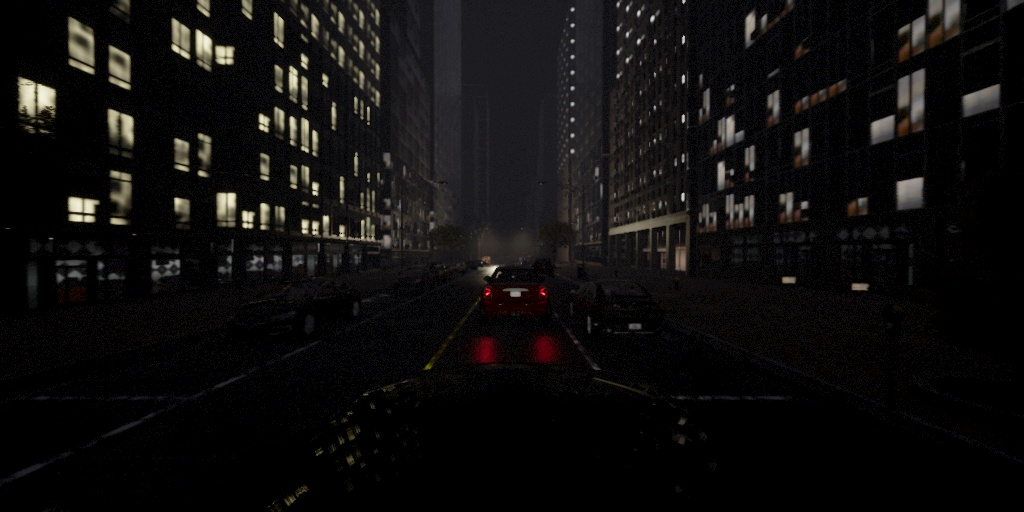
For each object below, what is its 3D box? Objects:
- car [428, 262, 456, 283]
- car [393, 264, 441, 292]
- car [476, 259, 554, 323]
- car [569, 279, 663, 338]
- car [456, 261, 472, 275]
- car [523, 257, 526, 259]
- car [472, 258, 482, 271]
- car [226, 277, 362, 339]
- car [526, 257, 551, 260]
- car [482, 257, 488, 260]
[{"bbox_3d":[-5.700,1.182,27.036,1.967,1.591,4.097,0,0,0],"label":"car"},{"bbox_3d":[-5.698,1.326,21.353,1.802,1.307,4.207,0,0,0],"label":"car"},{"bbox_3d":[0.099,1.099,12.300,2.097,1.767,4.553,0,0,0],"label":"car"},{"bbox_3d":[2.687,1.298,9.988,2.007,1.370,4.403,0,0,0],"label":"car"},{"bbox_3d":[-5.703,1.264,38.234,1.751,1.417,4.829,0,0,0],"label":"car"},{"bbox_3d":[2.677,1.054,38.407,2.192,1.841,5.009,0,0,0],"label":"car"},{"bbox_3d":[-5.707,1.300,49.771,1.948,1.339,4.313,0,0,0],"label":"car"},{"bbox_3d":[-5.694,1.298,9.985,2.007,1.370,4.403,0,0,0],"label":"car"},{"bbox_3d":[2.679,1.056,32.723,2.192,1.841,5.009,0,0,0],"label":"car"},{"bbox_3d":[-5.711,1.280,61.139,2.007,1.370,4.403,0,0,0],"label":"car"}]
